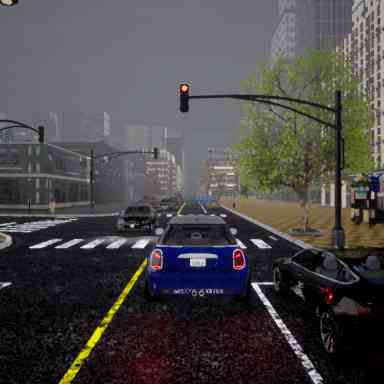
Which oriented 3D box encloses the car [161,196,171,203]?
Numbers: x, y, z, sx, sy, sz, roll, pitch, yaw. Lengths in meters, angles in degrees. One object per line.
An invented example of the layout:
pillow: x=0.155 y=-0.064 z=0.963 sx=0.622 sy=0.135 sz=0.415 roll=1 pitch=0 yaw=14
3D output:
car: x=-5.591 y=1.532 z=71.373 sx=1.752 sy=1.417 sz=4.829 roll=0 pitch=0 yaw=0

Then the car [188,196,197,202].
car: x=0.107 y=1.548 z=79.251 sx=2.033 sy=1.411 sz=5.357 roll=0 pitch=0 yaw=0

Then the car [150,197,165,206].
car: x=-5.613 y=1.555 z=54.890 sx=2.008 sy=1.369 sz=4.403 roll=0 pitch=0 yaw=0

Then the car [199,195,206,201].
car: x=2.812 y=1.534 z=88.357 sx=1.752 sy=1.417 sz=4.829 roll=0 pitch=0 yaw=0

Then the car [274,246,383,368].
car: x=2.701 y=1.566 z=5.749 sx=1.947 sy=1.339 sz=4.313 roll=0 pitch=0 yaw=0

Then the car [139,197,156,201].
car: x=-5.636 y=1.585 z=38.236 sx=1.802 sy=1.307 sz=4.206 roll=0 pitch=0 yaw=0

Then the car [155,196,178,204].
car: x=-3.051 y=1.528 z=39.654 sx=1.812 sy=1.442 sz=4.674 roll=0 pitch=0 yaw=0

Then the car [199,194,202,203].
car: x=2.774 y=1.556 z=60.432 sx=2.008 sy=1.369 sz=4.403 roll=0 pitch=0 yaw=0

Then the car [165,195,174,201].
car: x=-5.576 y=1.559 z=82.645 sx=2.008 sy=1.369 sz=4.403 roll=0 pitch=0 yaw=0

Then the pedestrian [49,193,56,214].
pedestrian: x=-12.709 y=1.039 z=30.250 sx=0.375 sy=1.860 sz=0.375 roll=0 pitch=-1 yaw=-1

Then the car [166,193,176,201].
car: x=-5.568 y=1.324 z=88.196 sx=2.192 sy=1.841 sz=5.009 roll=0 pitch=0 yaw=0

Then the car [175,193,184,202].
car: x=-2.906 y=1.224 z=70.742 sx=2.150 sy=2.045 sz=5.566 roll=0 pitch=0 yaw=0

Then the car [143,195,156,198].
car: x=-5.627 y=1.318 z=43.787 sx=2.192 sy=1.841 sz=5.009 roll=0 pitch=0 yaw=0

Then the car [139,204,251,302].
car: x=0.112 y=1.353 z=8.417 sx=2.097 sy=1.767 sz=4.553 roll=0 pitch=0 yaw=0

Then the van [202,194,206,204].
van: x=2.761 y=1.345 z=49.330 sx=1.690 sy=1.788 sz=3.998 roll=0 pitch=0 yaw=0

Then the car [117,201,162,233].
car: x=-3.074 y=1.506 z=19.552 sx=1.837 sy=1.490 sz=4.892 roll=0 pitch=0 yaw=0

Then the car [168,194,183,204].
car: x=-3.016 y=1.482 z=55.197 sx=1.882 sy=1.535 sz=5.008 roll=0 pitch=0 yaw=0

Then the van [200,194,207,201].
van: x=2.806 y=1.349 z=82.636 sx=1.690 sy=1.788 sz=3.998 roll=0 pitch=0 yaw=0

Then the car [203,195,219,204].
car: x=2.752 y=1.528 z=43.948 sx=1.752 sy=1.417 sz=4.829 roll=0 pitch=0 yaw=0
